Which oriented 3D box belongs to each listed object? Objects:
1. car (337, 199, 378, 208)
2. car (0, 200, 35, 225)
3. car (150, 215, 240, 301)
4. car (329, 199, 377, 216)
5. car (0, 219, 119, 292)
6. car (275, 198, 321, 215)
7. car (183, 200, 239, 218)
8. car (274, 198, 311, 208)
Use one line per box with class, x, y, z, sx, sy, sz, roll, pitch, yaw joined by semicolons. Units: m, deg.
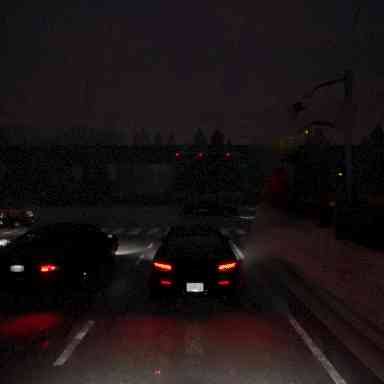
car;23.225;1.601;46.793;4.718;1.301;1.895;0;0;0
car;-11.726;1.352;21.373;2.097;1.767;4.553;-1;0;-39
car;0.071;1.526;8.207;1.812;1.442;4.674;0;0;0
car;13.227;1.493;25.641;4.902;1.511;2.128;0;0;0
car;-3.421;1.547;9.028;2.033;1.411;5.357;0;0;0
car;10.514;1.525;32.655;4.674;1.442;1.812;0;0;0
car;1.631;1.505;29.205;4.892;1.490;1.837;0;0;0
car;14.117;1.526;46.834;4.674;1.442;1.812;0;0;2
